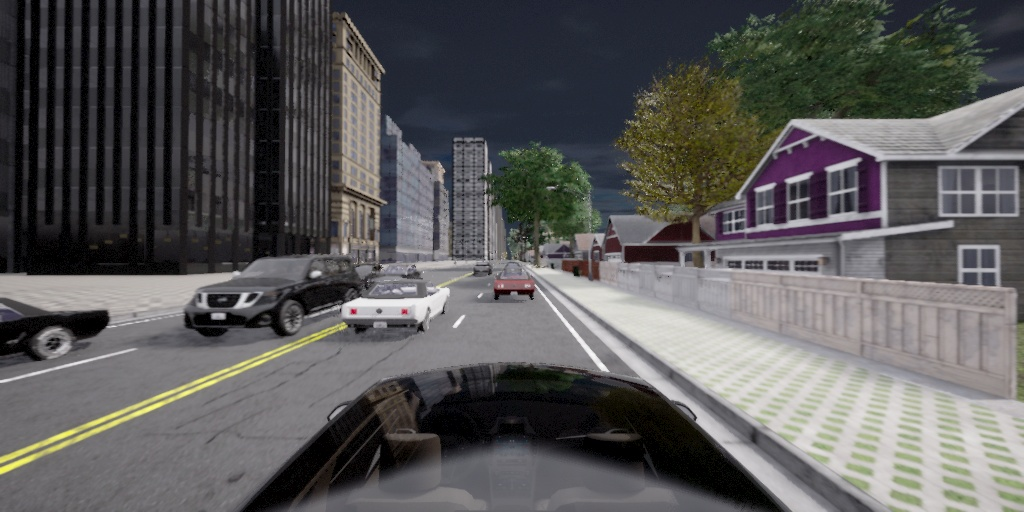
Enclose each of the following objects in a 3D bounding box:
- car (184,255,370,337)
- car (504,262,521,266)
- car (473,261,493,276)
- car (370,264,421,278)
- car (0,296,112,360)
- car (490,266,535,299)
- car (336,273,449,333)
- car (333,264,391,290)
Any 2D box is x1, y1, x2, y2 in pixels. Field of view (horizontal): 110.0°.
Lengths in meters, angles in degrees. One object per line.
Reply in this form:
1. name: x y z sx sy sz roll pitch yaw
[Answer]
1. car: -6.500 0.985 10.703 2.150 2.045 5.566 0 0 0
2. car: 0.099 1.392 40.023 1.994 1.385 4.181 0 0 0
3. car: -3.147 1.317 39.379 2.128 1.511 4.902 0 0 0
4. car: -6.528 1.271 20.538 2.128 1.511 4.902 0 0 0
5. car: -9.763 1.357 5.600 1.895 1.301 4.718 0 0 0
6. car: 0.101 1.376 18.203 1.895 1.301 4.718 0 0 0
7. car: -3.150 1.364 10.813 1.895 1.301 4.718 0 0 0
8. car: -9.749 1.292 23.825 1.837 1.490 4.892 0 0 0
